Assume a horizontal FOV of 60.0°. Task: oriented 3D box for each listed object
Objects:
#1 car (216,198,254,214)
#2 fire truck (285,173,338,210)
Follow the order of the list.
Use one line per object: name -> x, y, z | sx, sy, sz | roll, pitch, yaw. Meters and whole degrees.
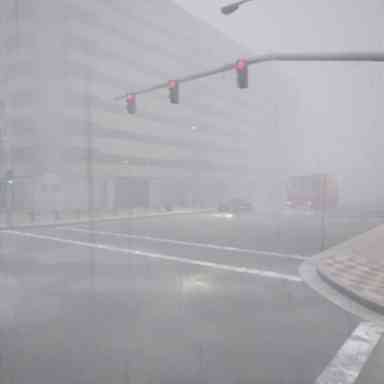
car -> 4.096, 1.255, 31.289 | 1.994, 1.385, 4.181 | 0, 1, 40
fire truck -> 13.457, -0.084, 36.879 | 2.891, 3.827, 8.468 | 0, 1, 40
